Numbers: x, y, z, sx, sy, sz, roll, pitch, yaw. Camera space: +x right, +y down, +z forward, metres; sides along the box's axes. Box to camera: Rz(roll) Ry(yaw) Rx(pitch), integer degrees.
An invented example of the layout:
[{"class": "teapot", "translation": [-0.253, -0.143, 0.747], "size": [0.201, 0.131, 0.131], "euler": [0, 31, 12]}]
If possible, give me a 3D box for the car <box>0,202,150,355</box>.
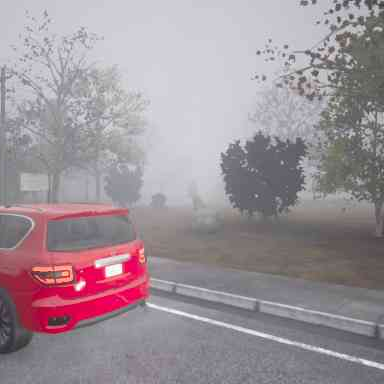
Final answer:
[{"class": "car", "translation": [-3.313, 1.221, 6.343], "size": [5.566, 2.045, 2.150], "euler": [0, 0, 35]}]
